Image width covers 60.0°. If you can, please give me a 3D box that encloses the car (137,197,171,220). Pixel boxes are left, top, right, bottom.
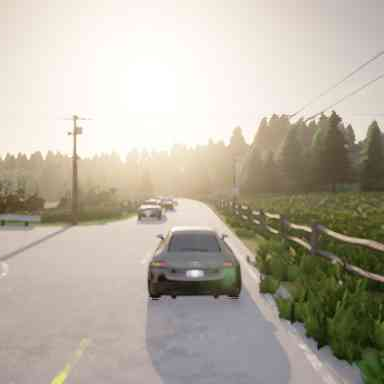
[{"bbox_3d":[-3.235,1.428,27.386,2.128,1.511,4.902,0,0,2],"label":"car"}]

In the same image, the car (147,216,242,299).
[{"bbox_3d":[0.015,1.544,8.452,1.994,1.385,4.181,0,0,-1],"label":"car"}]

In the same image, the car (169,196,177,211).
[{"bbox_3d":[-3.089,1.386,39.123,1.882,1.535,5.008,0,0,0],"label":"car"}]
